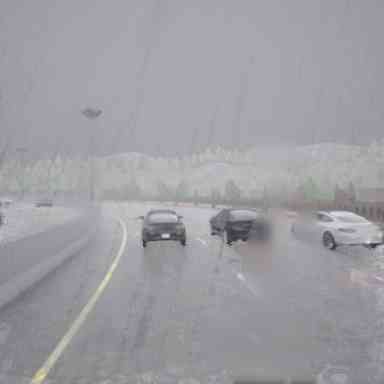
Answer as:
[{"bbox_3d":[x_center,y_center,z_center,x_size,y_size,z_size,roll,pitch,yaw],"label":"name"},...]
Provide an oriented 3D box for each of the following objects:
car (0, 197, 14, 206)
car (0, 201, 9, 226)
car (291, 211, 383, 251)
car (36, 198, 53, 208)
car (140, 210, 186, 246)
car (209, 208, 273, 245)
[{"bbox_3d":[-32.272,1.627,57.629,1.812,1.442,4.674,0,0,-40],"label":"car"},{"bbox_3d":[-13.531,1.575,21.267,1.812,1.442,4.674,0,0,-15],"label":"car"},{"bbox_3d":[5.868,1.503,13.970,1.812,1.442,4.674,0,0,-8],"label":"car"},{"bbox_3d":[-21.864,1.641,49.213,1.994,1.385,4.181,0,0,-32],"label":"car"},{"bbox_3d":[-1.369,1.530,15.193,1.812,1.442,4.674,0,0,-9],"label":"car"},{"bbox_3d":[2.109,1.469,15.546,1.882,1.535,5.008,0,0,-9],"label":"car"}]
